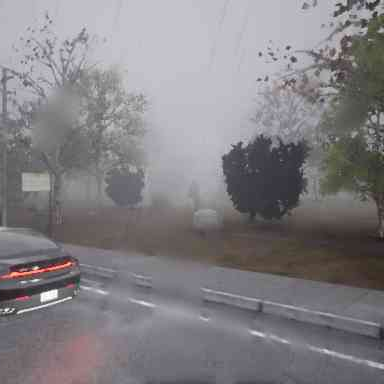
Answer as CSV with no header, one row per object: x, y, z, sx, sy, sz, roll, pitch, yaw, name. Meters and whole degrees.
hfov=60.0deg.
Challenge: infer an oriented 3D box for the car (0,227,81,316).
-4.360,1.512,7.098,4.892,1.490,1.837,0,0,37,car
